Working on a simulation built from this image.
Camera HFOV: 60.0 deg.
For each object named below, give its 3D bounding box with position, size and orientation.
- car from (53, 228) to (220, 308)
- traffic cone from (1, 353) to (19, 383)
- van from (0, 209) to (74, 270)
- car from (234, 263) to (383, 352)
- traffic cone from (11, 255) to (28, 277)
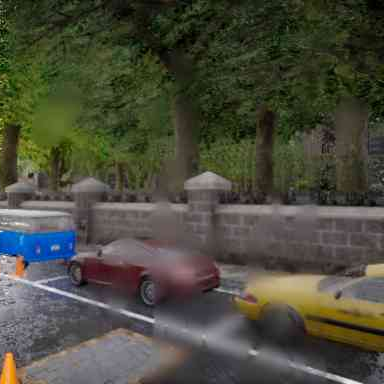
[{"bbox_3d":[-1.309,1.724,8.111,4.206,1.307,1.802,0,-1,37],"label":"car"},{"bbox_3d":[-1.936,2.012,3.524,0.340,0.580,0.340,0,-1,37],"label":"traffic cone"},{"bbox_3d":[-5.724,1.513,11.435,3.998,1.788,1.690,0,-1,37],"label":"van"},{"bbox_3d":[2.973,1.637,4.896,4.829,1.417,1.752,0,-1,37],"label":"car"},{"bbox_3d":[-4.930,2.099,9.526,0.340,0.580,0.340,0,-1,37],"label":"traffic cone"}]
